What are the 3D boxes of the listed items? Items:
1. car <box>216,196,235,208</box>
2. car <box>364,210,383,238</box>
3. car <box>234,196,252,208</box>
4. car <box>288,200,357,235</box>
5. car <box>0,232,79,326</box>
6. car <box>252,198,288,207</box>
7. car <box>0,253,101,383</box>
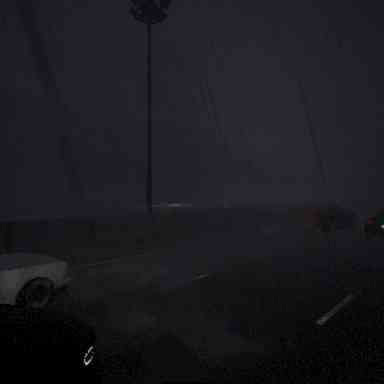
[{"bbox_3d":[5.434,1.348,45.186,4.553,1.767,2.097,0,0,-38],"label":"car"},{"bbox_3d":[10.251,1.562,16.616,4.181,1.385,1.994,0,0,-44],"label":"car"},{"bbox_3d":[8.219,1.473,42.948,5.008,1.535,1.882,0,0,-38],"label":"car"},{"bbox_3d":[7.758,1.475,19.088,5.008,1.535,1.882,0,0,-44],"label":"car"},{"bbox_3d":[-4.503,1.601,5.523,1.895,1.301,4.718,0,0,38],"label":"car"},{"bbox_3d":[9.681,1.522,39.646,4.674,1.442,1.812,0,0,-38],"label":"car"},{"bbox_3d":[-2.880,1.478,1.897,1.882,1.535,5.008,0,0,37],"label":"car"}]
